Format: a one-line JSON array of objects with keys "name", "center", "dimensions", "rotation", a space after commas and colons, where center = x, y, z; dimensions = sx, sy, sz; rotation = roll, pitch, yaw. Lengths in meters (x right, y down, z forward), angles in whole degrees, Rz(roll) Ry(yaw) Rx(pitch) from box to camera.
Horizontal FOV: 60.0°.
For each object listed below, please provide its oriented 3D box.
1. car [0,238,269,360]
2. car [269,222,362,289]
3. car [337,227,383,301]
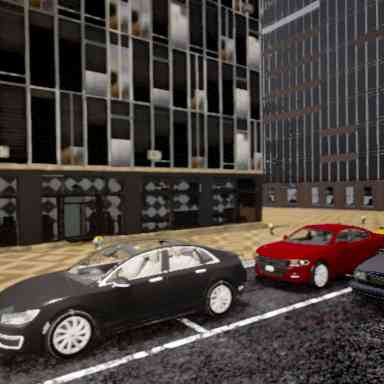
[{"name": "car", "center": [-0.973, 1.555, 5.845], "dimensions": [4.403, 1.369, 2.008], "rotation": [0, -1, -35]}, {"name": "car", "center": [3.664, 1.559, 9.154], "dimensions": [4.507, 1.381, 1.887], "rotation": [0, -1, -35]}, {"name": "car", "center": [5.777, 1.562, 7.502], "dimensions": [5.357, 1.411, 2.033], "rotation": [0, 0, -36]}]
